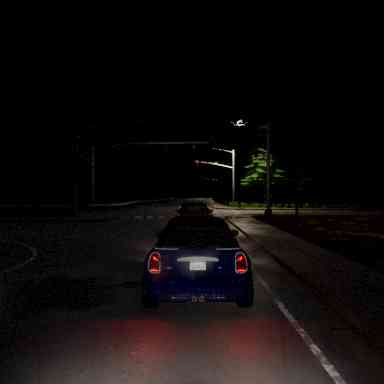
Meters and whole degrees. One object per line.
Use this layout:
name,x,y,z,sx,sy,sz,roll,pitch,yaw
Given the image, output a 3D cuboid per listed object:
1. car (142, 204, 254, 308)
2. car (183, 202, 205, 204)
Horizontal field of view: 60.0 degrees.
car,0.106,1.347,8.093,2.097,1.767,4.553,0,0,0
car,0.116,1.338,18.214,2.097,1.767,4.553,0,0,0
